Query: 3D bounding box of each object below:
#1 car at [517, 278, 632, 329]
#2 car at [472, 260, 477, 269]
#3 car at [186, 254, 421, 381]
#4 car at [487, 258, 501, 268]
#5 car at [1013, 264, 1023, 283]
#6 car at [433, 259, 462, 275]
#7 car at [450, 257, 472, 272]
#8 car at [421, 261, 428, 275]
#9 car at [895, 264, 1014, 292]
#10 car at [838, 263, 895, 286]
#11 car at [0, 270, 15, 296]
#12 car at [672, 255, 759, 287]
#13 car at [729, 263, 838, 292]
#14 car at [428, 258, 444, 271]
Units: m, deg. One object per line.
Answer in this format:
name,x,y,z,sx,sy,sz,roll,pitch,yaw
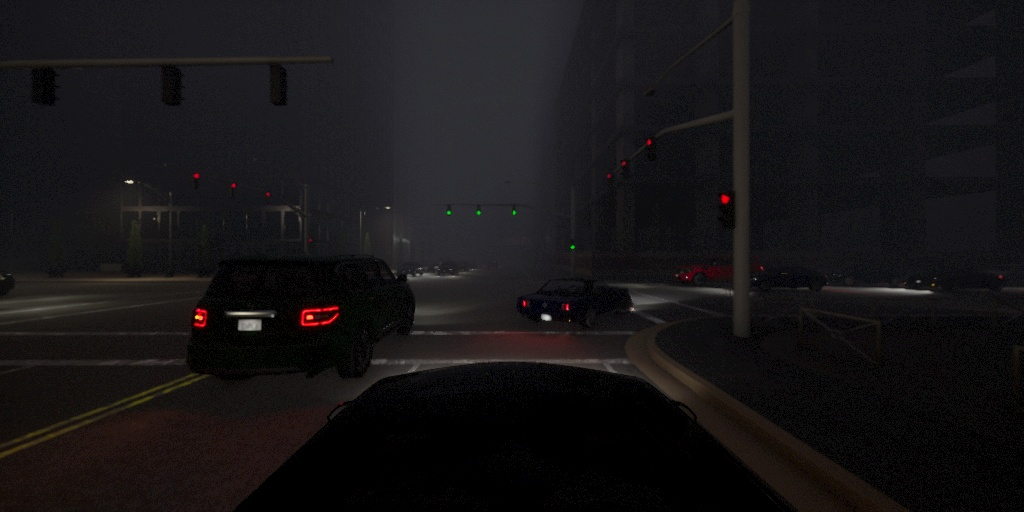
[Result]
car,2.206,1.343,11.379,1.895,1.301,4.718,0,0,35
car,-7.035,1.414,59.751,1.812,1.442,4.674,0,0,1
car,-3.579,0.980,7.382,2.150,2.045,5.566,0,0,-3
car,-3.410,1.500,64.412,1.895,1.301,4.718,0,0,0
car,33.655,1.272,24.385,4.674,1.442,1.812,0,0,0
car,-7.103,1.346,40.099,1.837,1.490,4.892,0,0,0
car,-7.091,1.341,49.557,1.882,1.535,5.008,0,0,0
car,-10.604,1.340,37.477,1.837,1.490,4.892,0,0,0
car,25.613,1.302,20.866,4.181,1.385,1.994,0,0,0
car,23.661,1.224,24.358,5.008,1.535,1.882,0,0,0
car,-26.923,0.953,16.674,5.566,2.045,2.150,0,0,1
car,13.931,0.970,24.327,5.566,2.045,2.150,0,0,0
car,15.649,1.265,20.810,4.674,1.442,1.812,0,0,0
car,-10.597,1.349,46.820,2.128,1.511,4.902,0,0,0
